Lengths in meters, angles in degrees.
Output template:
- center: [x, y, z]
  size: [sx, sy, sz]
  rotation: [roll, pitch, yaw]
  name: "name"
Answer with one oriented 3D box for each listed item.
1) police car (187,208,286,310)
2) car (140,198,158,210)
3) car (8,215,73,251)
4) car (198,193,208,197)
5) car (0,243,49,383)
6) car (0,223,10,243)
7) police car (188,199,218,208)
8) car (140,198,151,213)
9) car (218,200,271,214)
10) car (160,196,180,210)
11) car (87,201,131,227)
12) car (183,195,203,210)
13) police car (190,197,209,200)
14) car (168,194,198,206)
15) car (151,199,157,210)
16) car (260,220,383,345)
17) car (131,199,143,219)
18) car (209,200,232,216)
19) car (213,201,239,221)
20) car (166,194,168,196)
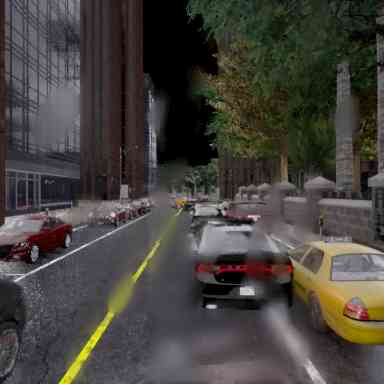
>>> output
- center: [0.916, 1.427, 8.045]
  size: [1.930, 1.638, 5.238]
  rotation: [0, 0, 0]
  name: "police car"
- center: [-5.679, 1.542, 44.425]
  size: [1.752, 1.417, 4.829]
  rotation: [0, 0, 0]
  name: "car"
- center: [-5.740, 1.547, 11.853]
  size: [1.887, 1.381, 4.507]
  rotation: [0, 0, 0]
  name: "car"
- center: [2.907, 1.480, 76.549]
  size: [1.967, 1.590, 4.097]
  rotation: [0, 0, 0]
  name: "car"
- center: [-3.094, 1.525, 2.657]
  size: [1.812, 1.442, 4.674]
  rotation: [0, 0, 0]
  name: "car"
- center: [-5.750, 1.545, 6.395]
  size: [1.887, 1.381, 4.507]
  rotation: [0, 0, 0]
  name: "car"
- center: [0.916, 1.430, 18.045]
  size: [1.930, 1.638, 5.238]
  rotation: [0, 0, 0]
  name: "police car"
- center: [-5.699, 1.555, 33.681]
  size: [1.887, 1.381, 4.507]
  rotation: [0, 0, 0]
  name: "car"
- center: [2.796, 1.319, 17.297]
  size: [2.192, 1.841, 5.009]
  rotation: [0, 0, 0]
  name: "car"
- center: [-2.917, 1.580, 42.877]
  size: [1.994, 1.385, 4.181]
  rotation: [0, 0, 0]
  name: "car"
- center: [-5.719, 1.446, 22.767]
  size: [1.967, 1.590, 4.097]
  rotation: [0, 0, 0]
  name: "car"
- center: [0.081, 1.520, 42.789]
  size: [1.837, 1.490, 4.892]
  rotation: [0, 0, 0]
  name: "car"
- center: [0.946, 1.432, 24.045]
  size: [1.930, 1.638, 5.238]
  rotation: [0, 0, 0]
  name: "police car"
- center: [-1.480, 1.498, 53.890]
  size: [1.882, 1.535, 5.008]
  rotation: [1, 0, -38]
  name: "car"
- center: [-5.689, 1.454, 39.138]
  size: [1.967, 1.590, 4.097]
  rotation: [0, 0, 0]
  name: "car"
- center: [2.775, 1.526, 6.554]
  size: [1.752, 1.417, 4.829]
  rotation: [0, 0, 0]
  name: "car"
- center: [-5.709, 1.559, 28.224]
  size: [2.008, 1.369, 4.403]
  rotation: [0, 0, 0]
  name: "car"
- center: [2.826, 1.577, 33.667]
  size: [1.947, 1.339, 4.313]
  rotation: [0, 0, 0]
  name: "car"
- center: [2.816, 1.534, 28.380]
  size: [1.752, 1.417, 4.829]
  rotation: [0, 0, 0]
  name: "car"
- center: [-5.608, 1.359, 82.003]
  size: [2.192, 1.841, 5.009]
  rotation: [0, 0, 0]
  name: "car"
